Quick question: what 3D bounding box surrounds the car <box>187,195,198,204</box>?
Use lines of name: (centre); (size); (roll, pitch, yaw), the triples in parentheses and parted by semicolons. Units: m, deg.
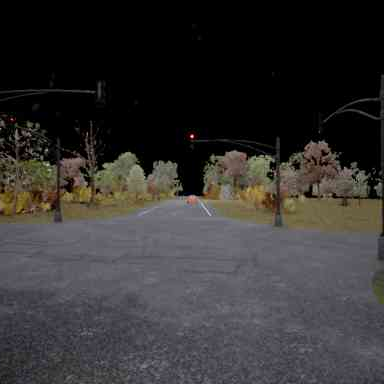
car: (0.094, 1.424, 67.921); (2.097, 1.767, 4.553); (0, 0, 0)

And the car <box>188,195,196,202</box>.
car: (0.107, 1.450, 77.956); (1.812, 1.442, 4.674); (0, 0, 0)
